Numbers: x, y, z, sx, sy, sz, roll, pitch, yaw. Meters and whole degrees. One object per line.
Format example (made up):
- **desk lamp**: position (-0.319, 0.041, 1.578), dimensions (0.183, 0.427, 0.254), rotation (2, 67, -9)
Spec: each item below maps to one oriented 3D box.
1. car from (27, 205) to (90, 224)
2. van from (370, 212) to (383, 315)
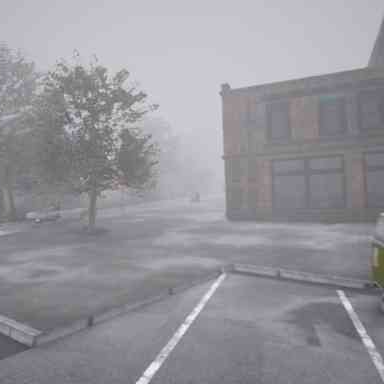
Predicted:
- **car**: position (-9.885, 1.600, 25.134), dimensions (1.895, 1.301, 4.718), rotation (-3, 1, 22)
- **van**: position (3.892, 1.269, 4.514), dimensions (1.878, 1.987, 4.442), rotation (0, -1, 16)
